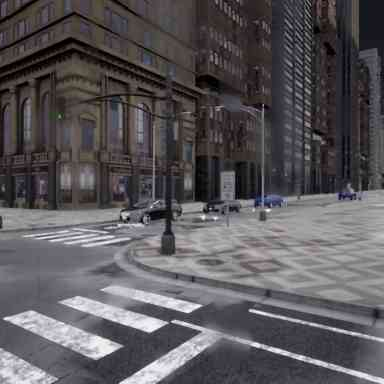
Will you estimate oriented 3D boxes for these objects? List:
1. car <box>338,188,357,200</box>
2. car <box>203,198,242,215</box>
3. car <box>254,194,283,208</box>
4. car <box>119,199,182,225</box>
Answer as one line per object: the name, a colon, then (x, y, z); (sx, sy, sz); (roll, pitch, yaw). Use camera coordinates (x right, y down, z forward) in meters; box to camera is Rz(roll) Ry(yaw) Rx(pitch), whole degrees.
car: (27.047, 0.361, 57.845); (2.150, 2.045, 5.566); (0, 1, 36)
car: (2.718, 1.185, 29.342); (1.994, 1.385, 4.181); (0, 1, 36)
car: (8.749, 0.961, 37.766); (1.882, 1.535, 5.008); (0, 1, 36)
car: (-2.616, 1.236, 21.893); (2.128, 1.511, 4.902); (0, 1, 36)
